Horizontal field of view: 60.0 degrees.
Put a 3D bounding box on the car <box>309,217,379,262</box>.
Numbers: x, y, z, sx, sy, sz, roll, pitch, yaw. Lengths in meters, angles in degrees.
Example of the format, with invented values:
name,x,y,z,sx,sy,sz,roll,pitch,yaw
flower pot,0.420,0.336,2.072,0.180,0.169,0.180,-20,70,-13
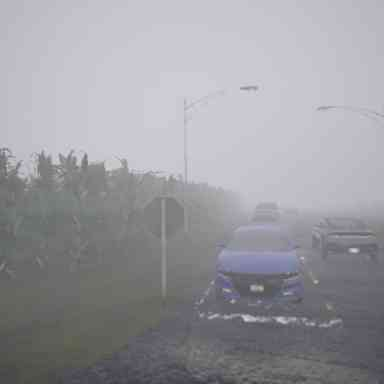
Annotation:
name,x,y,z,sx,sy,sz,roll,pitch,yaw
car,5.883,1.760,13.303,2.128,1.511,4.902,-1,-1,13

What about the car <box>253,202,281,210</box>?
name,x,y,z,sx,sy,sz,roll,pitch,yaw
car,6.728,1.900,29.823,2.150,2.045,5.566,-1,-1,13

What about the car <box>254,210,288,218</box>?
name,x,y,z,sx,sy,sz,roll,pitch,yaw
car,4.387,2.004,19.837,2.033,1.411,5.357,-1,-2,13

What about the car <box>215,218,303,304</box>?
name,x,y,z,sx,sy,sz,roll,pitch,yaw
car,1.845,1.692,9.007,1.882,1.535,5.008,-1,-2,13

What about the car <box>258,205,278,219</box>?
name,x,y,z,sx,sy,sz,roll,pitch,yaw
car,9.133,2.395,39.890,2.128,1.511,4.902,-1,-2,14

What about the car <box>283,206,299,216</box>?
name,x,y,z,sx,sy,sz,roll,pitch,yaw
car,13.490,2.593,45.687,1.895,1.301,4.718,-1,-1,13

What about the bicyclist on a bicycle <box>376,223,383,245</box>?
name,x,y,z,sx,sy,sz,roll,pitch,yaw
bicyclist on a bicycle,9.558,1.711,15.770,1.656,1.620,0.582,-3,-2,13
